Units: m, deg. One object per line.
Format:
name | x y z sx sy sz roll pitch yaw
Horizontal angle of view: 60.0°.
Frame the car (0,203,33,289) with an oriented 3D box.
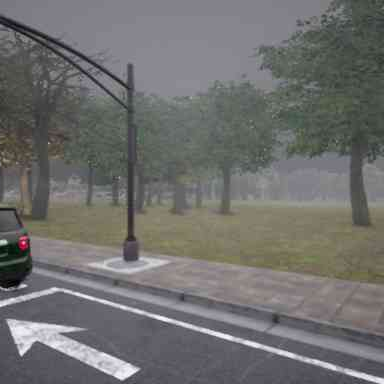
car | -6.107 1.244 8.037 5.566 2.045 2.150 0 0 36
